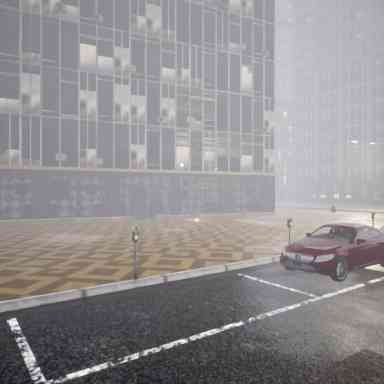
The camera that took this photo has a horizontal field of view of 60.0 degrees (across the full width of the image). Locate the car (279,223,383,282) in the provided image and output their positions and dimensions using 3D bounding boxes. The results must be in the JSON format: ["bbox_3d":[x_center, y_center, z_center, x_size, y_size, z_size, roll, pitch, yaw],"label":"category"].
[{"bbox_3d":[4.383,1.579,9.697,4.206,1.307,1.802,0,0,-36],"label":"car"}]
